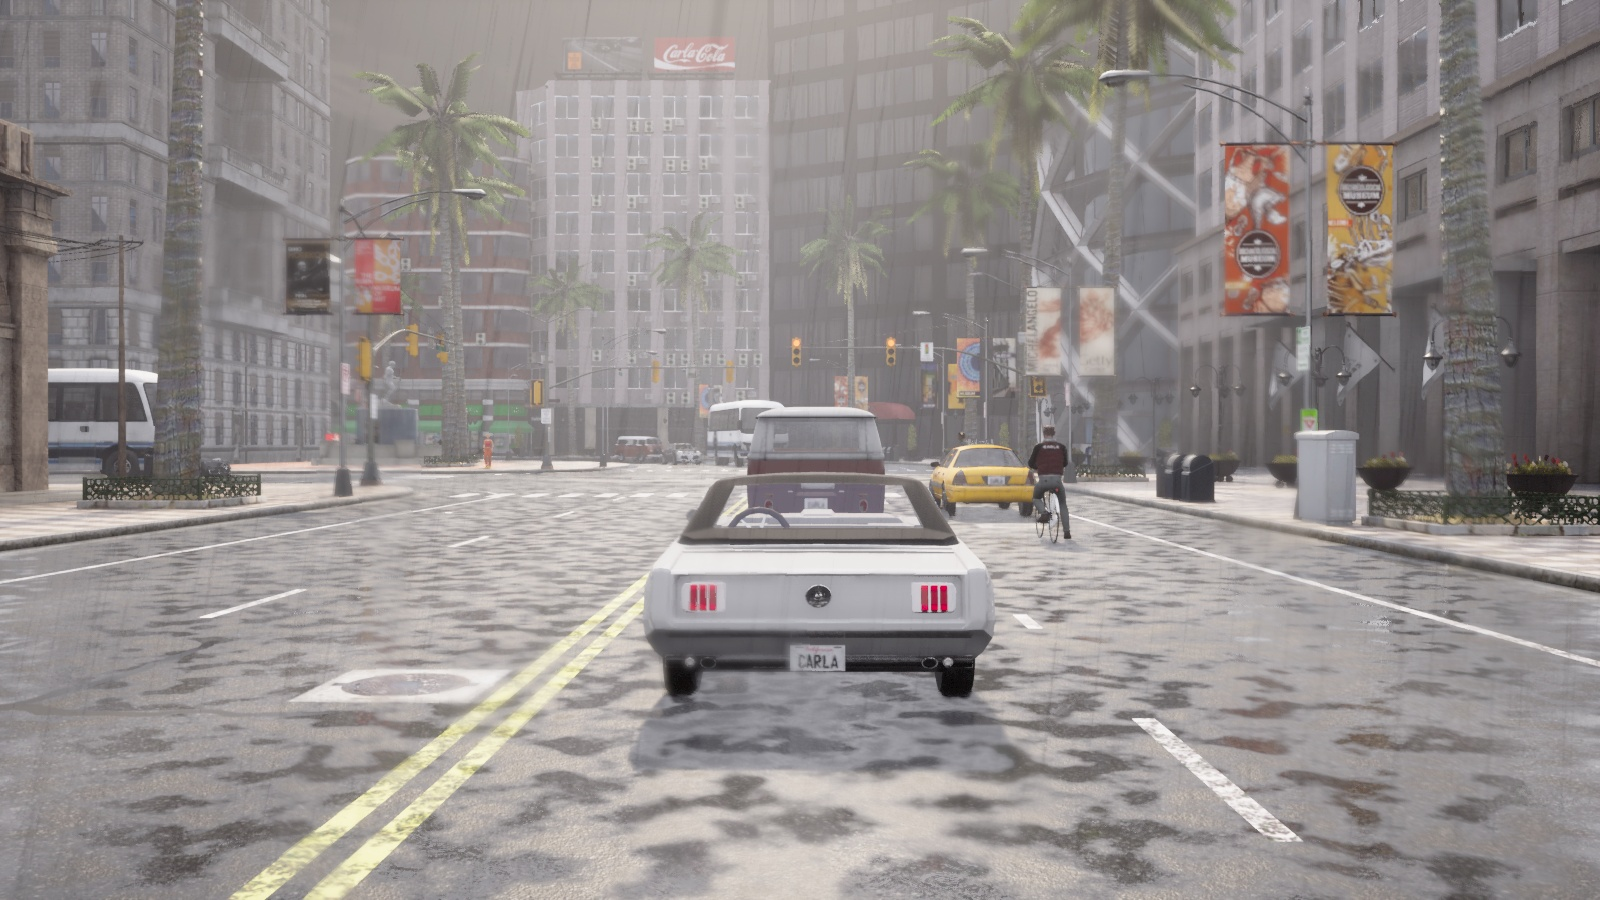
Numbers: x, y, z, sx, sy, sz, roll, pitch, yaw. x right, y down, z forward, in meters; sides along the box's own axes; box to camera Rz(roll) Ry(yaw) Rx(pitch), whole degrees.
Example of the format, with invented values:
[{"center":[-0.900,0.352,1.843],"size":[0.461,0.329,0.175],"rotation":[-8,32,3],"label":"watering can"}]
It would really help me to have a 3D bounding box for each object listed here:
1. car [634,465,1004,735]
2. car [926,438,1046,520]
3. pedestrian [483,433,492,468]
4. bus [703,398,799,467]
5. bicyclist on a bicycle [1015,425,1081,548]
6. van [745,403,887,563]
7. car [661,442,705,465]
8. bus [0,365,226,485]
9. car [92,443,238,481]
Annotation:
[{"center":[0.125,0.797,8.803],"size":[1.895,1.301,4.718],"rotation":[0,0,1],"label":"car"},{"center":[3.818,0.538,26.653],"size":[1.801,1.575,5.366],"rotation":[0,0,1],"label":"car"},{"center":[-16.428,0.017,66.061],"size":[0.345,1.836,0.594],"rotation":[0,0,0],"label":"pedestrian"},{"center":[-3.383,-1.098,82.476],"size":[3.944,4.253,10.273],"rotation":[0,0,-16],"label":"bus"},{"center":[3.738,0.512,19.057],"size":[0.659,1.776,1.843],"rotation":[0,1,1],"label":"bicyclist on a bicycle"},{"center":[0.224,0.399,17.841],"size":[1.775,1.987,4.442],"rotation":[0,0,1],"label":"van"},{"center":[-8.012,0.222,85.611],"size":[1.970,1.475,3.806],"rotation":[0,0,-22],"label":"car"},{"center":[-27.301,-0.914,46.485],"size":[10.273,4.253,3.944],"rotation":[0,0,0],"label":"bus"},{"center":[-25.251,0.449,49.998],"size":[4.892,1.490,1.837],"rotation":[0,0,1],"label":"car"}]
